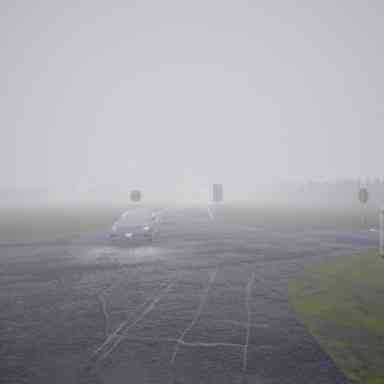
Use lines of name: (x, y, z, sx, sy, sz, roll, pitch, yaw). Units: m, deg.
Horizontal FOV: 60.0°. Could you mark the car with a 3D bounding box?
car: (-2.636, 1.547, 16.308, 1.812, 1.442, 4.674, -1, 0, 1)
